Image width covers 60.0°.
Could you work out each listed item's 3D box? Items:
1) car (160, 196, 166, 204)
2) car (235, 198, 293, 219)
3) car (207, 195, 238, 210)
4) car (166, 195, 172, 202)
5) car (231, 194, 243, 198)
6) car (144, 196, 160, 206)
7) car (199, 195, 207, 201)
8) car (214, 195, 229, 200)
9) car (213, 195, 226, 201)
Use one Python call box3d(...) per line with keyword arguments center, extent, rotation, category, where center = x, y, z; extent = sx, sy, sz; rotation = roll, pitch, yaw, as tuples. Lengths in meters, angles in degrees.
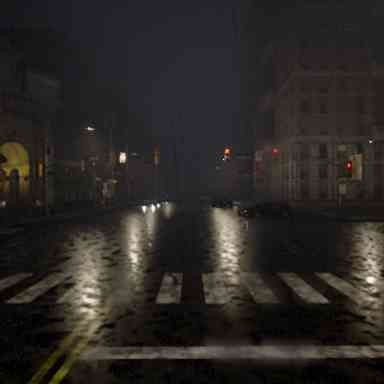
box3d(center=(-6.953, 1.529, 65.963), extent=(2.128, 1.511, 4.902), rotation=(0, 0, 1), category="car")
box3d(center=(6.447, 1.522, 29.100), extent=(4.892, 1.490, 1.837), rotation=(0, -1, -21), category="car")
box3d(center=(3.955, 1.530, 44.336), extent=(1.837, 1.490, 4.892), rotation=(-2, 0, -14), category="car")
box3d(center=(-6.080, 1.570, 78.172), extent=(2.128, 1.511, 4.902), rotation=(0, 0, 10), category="car")
box3d(center=(12.533, 1.408, 94.422), extent=(2.097, 1.767, 4.553), rotation=(0, 0, 41), category="car")
box3d(center=(-6.991, 1.633, 56.325), extent=(1.895, 1.301, 4.718), rotation=(0, 0, 1), category="car")
box3d(center=(3.353, 1.573, 85.648), extent=(1.812, 1.442, 4.674), rotation=(0, 0, 22), category="car")
box3d(center=(8.307, 1.521, 94.635), extent=(1.882, 1.535, 5.008), rotation=(0, 0, 38), category="car")
box3d(center=(7.137, 1.549, 85.582), extent=(1.837, 1.490, 4.892), rotation=(0, 0, 25), category="car")
